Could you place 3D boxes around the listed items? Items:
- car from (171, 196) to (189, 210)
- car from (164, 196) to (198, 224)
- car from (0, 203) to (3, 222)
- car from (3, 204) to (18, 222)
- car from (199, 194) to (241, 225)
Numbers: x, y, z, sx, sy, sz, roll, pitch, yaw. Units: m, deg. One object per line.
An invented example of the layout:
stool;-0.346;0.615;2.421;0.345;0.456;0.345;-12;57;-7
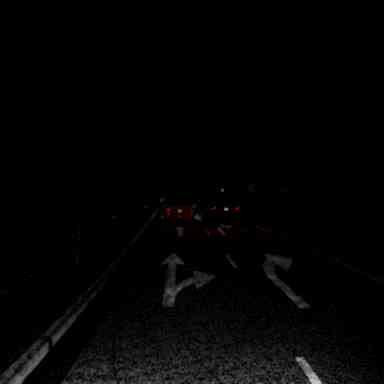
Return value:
car;-1.396;1.267;40.523;1.882;1.535;5.008;0;1;1
car;-0.919;1.272;24.316;2.097;1.767;4.553;0;0;-3
car;-14.616;1.301;20.295;4.553;1.767;2.185;0;0;-4
car;-14.765;1.409;23.047;4.892;1.521;2.231;0;0;-4
car;2.006;1.142;23.547;2.150;2.045;5.566;0;1;-3
